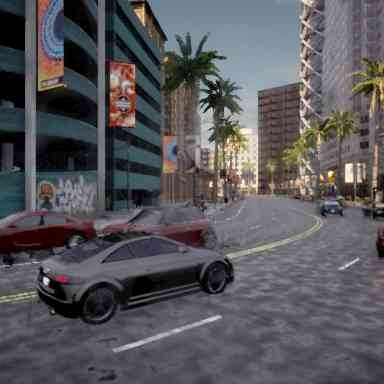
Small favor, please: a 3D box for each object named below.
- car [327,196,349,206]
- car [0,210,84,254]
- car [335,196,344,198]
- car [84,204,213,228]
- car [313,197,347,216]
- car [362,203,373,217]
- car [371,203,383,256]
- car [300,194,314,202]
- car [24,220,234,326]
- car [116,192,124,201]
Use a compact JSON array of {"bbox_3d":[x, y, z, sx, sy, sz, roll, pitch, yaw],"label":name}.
[{"bbox_3d":[24.054,1.449,54.816,2.231,1.521,4.892,0,0,10],"label":"car"},{"bbox_3d":[-6.054,1.464,12.274,5.008,1.535,1.882,0,0,-40],"label":"car"},{"bbox_3d":[19.487,1.478,46.287,1.837,1.490,4.892,0,0,10],"label":"car"},{"bbox_3d":[-1.209,1.342,12.037,2.097,1.767,4.553,0,0,44],"label":"car"},{"bbox_3d":[13.188,1.507,32.094,1.812,1.442,4.674,0,0,13],"label":"car"},{"bbox_3d":[15.833,1.587,28.114,1.895,1.301,4.718,0,0,15],"label":"car"},{"bbox_3d":[8.356,1.346,12.397,2.097,1.767,4.553,0,0,37],"label":"car"},{"bbox_3d":[29.243,1.301,83.729,2.185,1.767,4.553,0,0,10],"label":"car"},{"bbox_3d":[-1.052,1.557,7.187,4.181,1.385,1.994,0,0,-39],"label":"car"},{"bbox_3d":[-11.626,0.978,53.577,2.435,2.045,5.566,0,0,10],"label":"car"}]
